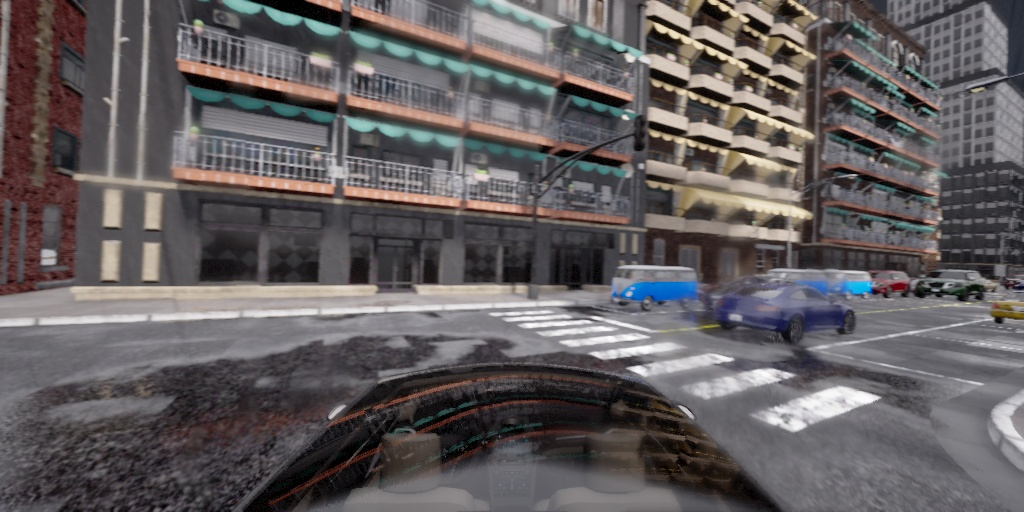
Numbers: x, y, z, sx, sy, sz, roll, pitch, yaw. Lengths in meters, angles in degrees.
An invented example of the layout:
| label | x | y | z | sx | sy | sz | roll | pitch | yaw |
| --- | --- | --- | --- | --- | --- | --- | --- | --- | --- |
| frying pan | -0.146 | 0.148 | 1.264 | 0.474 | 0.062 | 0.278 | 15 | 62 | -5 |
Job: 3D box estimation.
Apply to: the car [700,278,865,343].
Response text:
| label | x | y | z | sx | sy | sz | roll | pitch | yaw |
| --- | --- | --- | --- | --- | --- | --- | --- | --- | --- |
| car | 7.849 | 1.499 | 10.328 | 4.674 | 1.442 | 1.812 | 2 | -1 | -27 |

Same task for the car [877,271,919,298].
| label | x | y | z | sx | sy | sz | roll | pitch | yaw |
| --- | --- | --- | --- | --- | --- | --- | --- | --- | --- |
| car | 26.238 | 1.958 | 25.525 | 5.009 | 1.841 | 2.192 | 0 | 0 | -27 |

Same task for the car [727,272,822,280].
| label | x | y | z | sx | sy | sz | roll | pitch | yaw |
| --- | --- | --- | --- | --- | --- | --- | --- | --- | --- |
| car | 9.969 | 1.566 | 14.607 | 4.902 | 1.511 | 2.128 | 2 | -1 | -27 |

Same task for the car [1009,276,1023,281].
| label | x | y | z | sx | sy | sz | roll | pitch | yaw |
| --- | --- | --- | --- | --- | --- | --- | --- | --- | --- |
| car | 37.116 | 2.427 | 24.970 | 5.008 | 1.535 | 1.882 | 2 | 0 | -26 |

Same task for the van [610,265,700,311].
| label | x | y | z | sx | sy | sz | roll | pitch | yaw |
| --- | --- | --- | --- | --- | --- | --- | --- | --- | --- |
| van | 6.079 | 1.313 | 15.416 | 3.998 | 1.789 | 1.690 | 0 | 0 | -27 |

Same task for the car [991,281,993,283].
| label | x | y | z | sx | sy | sz | roll | pitch | yaw |
| --- | --- | --- | --- | --- | --- | --- | --- | --- | --- |
| car | 46.245 | 2.845 | 35.557 | 4.829 | 1.417 | 1.751 | 0 | 0 | -27 |

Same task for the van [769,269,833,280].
| label | x | y | z | sx | sy | sz | roll | pitch | yaw |
| --- | --- | --- | --- | --- | --- | --- | --- | --- | --- |
| van | 16.159 | 1.647 | 20.470 | 3.998 | 1.789 | 1.690 | 0 | 0 | -27 |

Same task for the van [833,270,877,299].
| label | x | y | z | sx | sy | sz | roll | pitch | yaw |
| --- | --- | --- | --- | --- | --- | --- | --- | --- | --- |
| van | 21.198 | 1.815 | 22.997 | 3.998 | 1.789 | 1.690 | 0 | 0 | -27 |

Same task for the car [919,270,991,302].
| label | x | y | z | sx | sy | sz | roll | pitch | yaw |
| --- | --- | --- | --- | --- | --- | --- | --- | --- | --- |
| car | 30.345 | 1.974 | 24.798 | 5.566 | 2.045 | 2.150 | 2 | -1 | -26 |

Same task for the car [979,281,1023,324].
| label | x | y | z | sx | sy | sz | roll | pitch | yaw |
| --- | --- | --- | --- | --- | --- | --- | --- | --- | --- |
| car | 19.843 | 1.866 | 13.502 | 4.829 | 1.417 | 1.751 | 0 | 0 | -27 |
